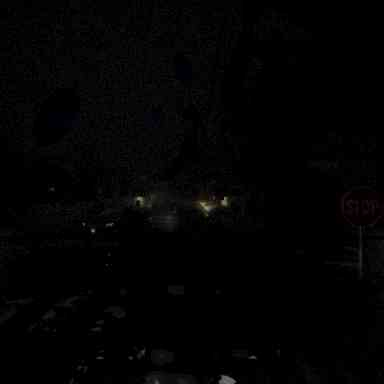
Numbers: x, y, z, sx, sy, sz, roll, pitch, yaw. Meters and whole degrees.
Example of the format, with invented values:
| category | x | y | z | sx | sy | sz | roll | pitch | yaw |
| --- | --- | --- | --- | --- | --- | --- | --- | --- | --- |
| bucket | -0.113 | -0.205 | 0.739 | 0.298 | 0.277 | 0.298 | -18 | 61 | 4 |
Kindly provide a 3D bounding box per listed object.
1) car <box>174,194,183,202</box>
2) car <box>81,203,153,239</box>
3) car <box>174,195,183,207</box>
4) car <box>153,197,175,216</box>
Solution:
| category | x | y | z | sx | sy | sz | roll | pitch | yaw |
| --- | --- | --- | --- | --- | --- | --- | --- | --- | --- |
| car | -3.241 | 1.370 | 80.452 | 2.097 | 1.767 | 4.553 | 0 | 0 | 0 |
| car | -3.969 | 1.527 | 17.717 | 1.812 | 1.442 | 4.674 | 0 | 0 | 16 |
| car | -3.080 | 1.585 | 54.044 | 2.128 | 1.511 | 4.902 | 0 | 0 | 0 |
| car | -2.948 | 1.498 | 32.751 | 1.882 | 1.535 | 5.008 | 0 | 0 | 0 |
